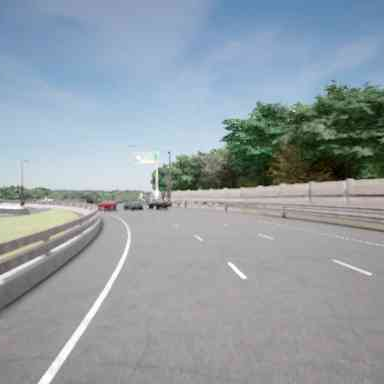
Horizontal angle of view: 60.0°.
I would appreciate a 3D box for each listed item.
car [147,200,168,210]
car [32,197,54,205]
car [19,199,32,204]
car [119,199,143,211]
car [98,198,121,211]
[{"bbox_3d":[-5.221,1.880,50.092,1.882,1.535,5.008,0,0,-27],"label":"car"},{"bbox_3d":[-36.812,2.195,83.010,5.566,2.045,2.150,-1,0,36],"label":"car"},{"bbox_3d":[-40.358,2.496,81.345,4.892,1.490,1.837,-1,0,36],"label":"car"},{"bbox_3d":[-8.795,2.000,49.313,1.994,1.385,4.181,0,0,-30],"label":"car"},{"bbox_3d":[-12.423,1.948,48.708,1.882,1.535,5.008,0,0,-30],"label":"car"}]
